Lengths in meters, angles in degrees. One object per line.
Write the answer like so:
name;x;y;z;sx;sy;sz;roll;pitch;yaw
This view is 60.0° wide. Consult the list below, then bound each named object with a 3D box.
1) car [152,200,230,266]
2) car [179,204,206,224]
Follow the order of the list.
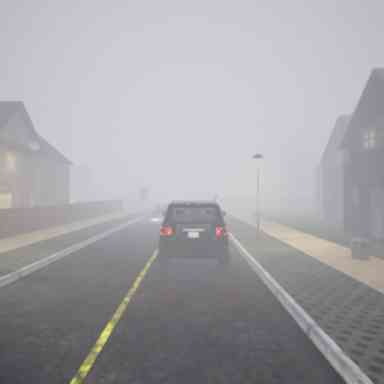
car;0.064;1.284;11.905;2.150;2.045;5.566;0;0;0
car;0.057;1.738;26.825;1.994;1.385;4.181;0;-1;1
